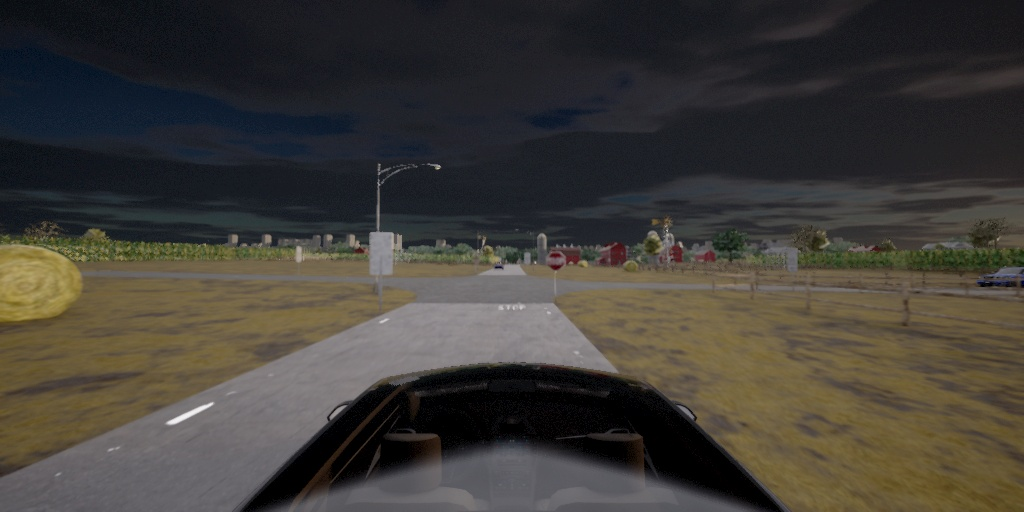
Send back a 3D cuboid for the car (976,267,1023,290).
[{"bbox_3d":[46.415,2.022,32.899,5.566,2.045,2.150,0,-2,1],"label":"car"}]
